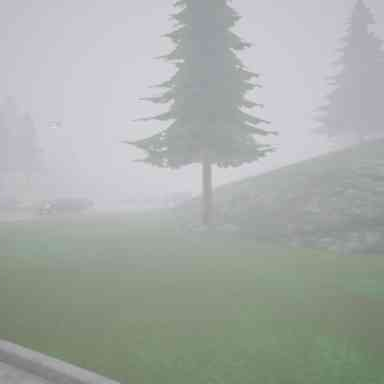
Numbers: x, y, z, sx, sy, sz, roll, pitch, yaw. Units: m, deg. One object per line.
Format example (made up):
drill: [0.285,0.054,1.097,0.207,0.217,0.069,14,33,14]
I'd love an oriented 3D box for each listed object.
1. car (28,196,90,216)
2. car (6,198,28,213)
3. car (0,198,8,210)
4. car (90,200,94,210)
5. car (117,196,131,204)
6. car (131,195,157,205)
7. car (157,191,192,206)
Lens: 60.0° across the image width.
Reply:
car: [-12.327,1.267,31.047,2.097,1.767,4.553,0,0,31]
car: [-17.240,1.528,36.438,1.895,1.301,4.718,0,0,31]
car: [-21.077,1.452,36.856,2.128,1.511,4.902,0,1,31]
car: [-13.021,1.385,36.637,1.837,1.490,4.892,0,2,31]
car: [-10.111,1.338,54.811,1.895,1.301,4.718,0,0,32]
car: [-7.073,1.245,53.082,1.812,1.442,4.674,0,0,32]
car: [-2.113,0.929,47.794,2.150,2.045,5.566,0,0,32]
